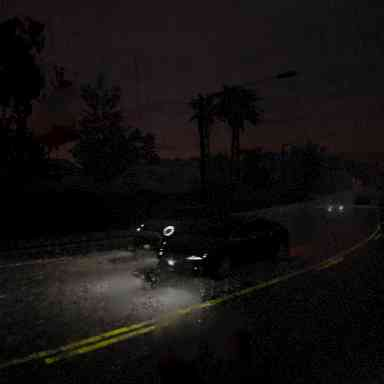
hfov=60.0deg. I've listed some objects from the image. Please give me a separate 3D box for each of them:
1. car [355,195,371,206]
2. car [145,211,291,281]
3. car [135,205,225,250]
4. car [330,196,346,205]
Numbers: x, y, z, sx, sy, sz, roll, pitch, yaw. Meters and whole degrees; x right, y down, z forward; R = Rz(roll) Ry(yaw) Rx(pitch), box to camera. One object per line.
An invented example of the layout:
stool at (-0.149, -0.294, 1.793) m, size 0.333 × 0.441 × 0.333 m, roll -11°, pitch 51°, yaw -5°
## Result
car at (23.909, 1.184, 46.510) m, size 2.033 × 1.411 × 5.357 m, roll -1°, pitch 0°, yaw 29°
car at (1.181, 1.487, 10.008) m, size 1.837 × 1.490 × 4.892 m, roll 0°, pitch 0°, yaw 45°
car at (-0.143, 1.365, 13.665) m, size 2.097 × 1.767 × 4.553 m, roll -1°, pitch 0°, yaw 42°
car at (22.077, 1.292, 50.424) m, size 1.895 × 1.301 × 4.718 m, roll -1°, pitch 0°, yaw 29°
